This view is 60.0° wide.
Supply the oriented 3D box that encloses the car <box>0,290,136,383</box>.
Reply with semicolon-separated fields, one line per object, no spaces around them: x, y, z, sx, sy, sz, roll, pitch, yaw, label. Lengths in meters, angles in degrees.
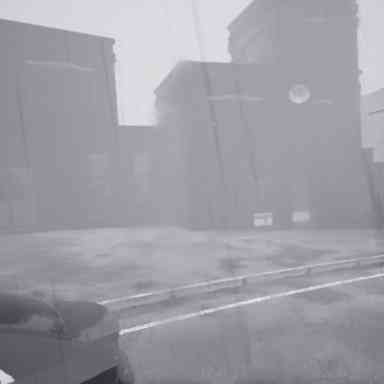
-2.730;1.493;1.817;4.892;1.490;1.837;0;0;-35;car
